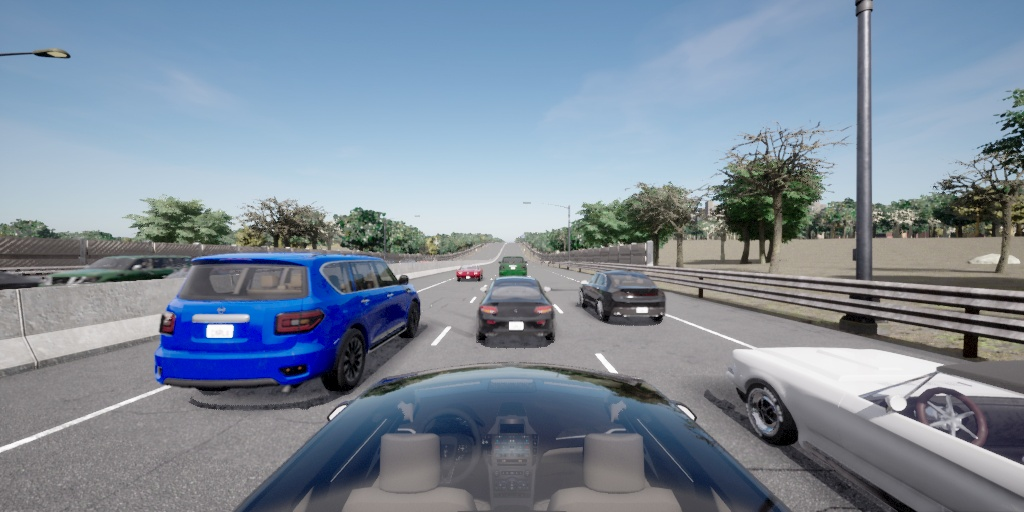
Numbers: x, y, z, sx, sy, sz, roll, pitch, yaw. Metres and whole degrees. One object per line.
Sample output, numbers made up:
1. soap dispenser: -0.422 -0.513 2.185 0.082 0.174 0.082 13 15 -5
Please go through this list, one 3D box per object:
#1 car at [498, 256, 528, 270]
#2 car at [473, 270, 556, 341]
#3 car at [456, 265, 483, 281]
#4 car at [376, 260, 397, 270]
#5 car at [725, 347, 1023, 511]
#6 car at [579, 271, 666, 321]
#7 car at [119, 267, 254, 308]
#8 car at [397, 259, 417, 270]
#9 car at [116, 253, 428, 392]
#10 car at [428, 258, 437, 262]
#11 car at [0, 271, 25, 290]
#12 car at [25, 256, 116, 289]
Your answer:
1. car: 0.074 0.988 28.822 2.150 2.045 5.566 0 0 0
2. car: 0.092 1.270 9.702 1.812 1.442 4.674 0 0 0
3. car: -3.425 1.371 29.907 1.895 1.301 4.718 0 0 -1
4. car: -21.058 1.478 60.190 1.837 1.490 4.892 0 -1 0
5. car: 3.597 1.350 2.325 1.895 1.301 4.718 0 0 0
6. car: 3.593 1.250 12.375 1.837 1.490 4.892 0 0 0
7. car: -14.114 1.271 16.040 1.812 1.442 4.674 0 0 0
8. car: -17.557 1.371 60.342 2.097 1.767 4.553 0 0 0
9. car: -3.405 0.968 6.862 2.150 2.045 5.566 0 0 0
10. car: -14.057 1.283 60.283 2.150 2.045 5.566 0 0 0
11. car: -21.112 1.270 13.564 1.812 1.442 4.674 0 0 0
12. car: -17.615 0.967 16.619 2.150 2.045 5.566 0 0 0
